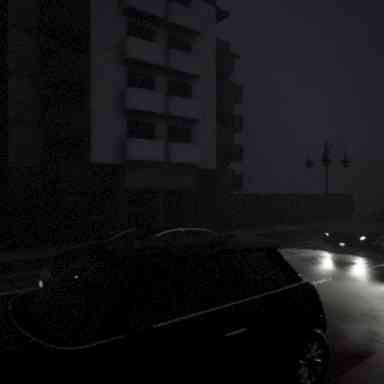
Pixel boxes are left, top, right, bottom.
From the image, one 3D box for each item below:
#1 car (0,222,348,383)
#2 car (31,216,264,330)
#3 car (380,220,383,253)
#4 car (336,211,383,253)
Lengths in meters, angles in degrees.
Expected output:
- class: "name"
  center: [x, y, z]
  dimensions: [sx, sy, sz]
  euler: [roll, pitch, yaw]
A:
- class: "car"
  center: [-0.610, 1.349, 3.546]
  dimensions: [4.553, 1.767, 2.097]
  euler: [0, 0, -35]
- class: "car"
  center: [-0.833, 1.487, 7.682]
  dimensions: [4.902, 1.511, 2.128]
  euler: [0, 0, -35]
- class: "car"
  center: [7.310, 1.510, 9.172]
  dimensions: [4.674, 1.442, 1.812]
  euler: [0, 0, -36]
- class: "car"
  center: [7.686, 1.527, 13.728]
  dimensions: [5.357, 1.411, 2.033]
  euler: [0, 0, -35]
